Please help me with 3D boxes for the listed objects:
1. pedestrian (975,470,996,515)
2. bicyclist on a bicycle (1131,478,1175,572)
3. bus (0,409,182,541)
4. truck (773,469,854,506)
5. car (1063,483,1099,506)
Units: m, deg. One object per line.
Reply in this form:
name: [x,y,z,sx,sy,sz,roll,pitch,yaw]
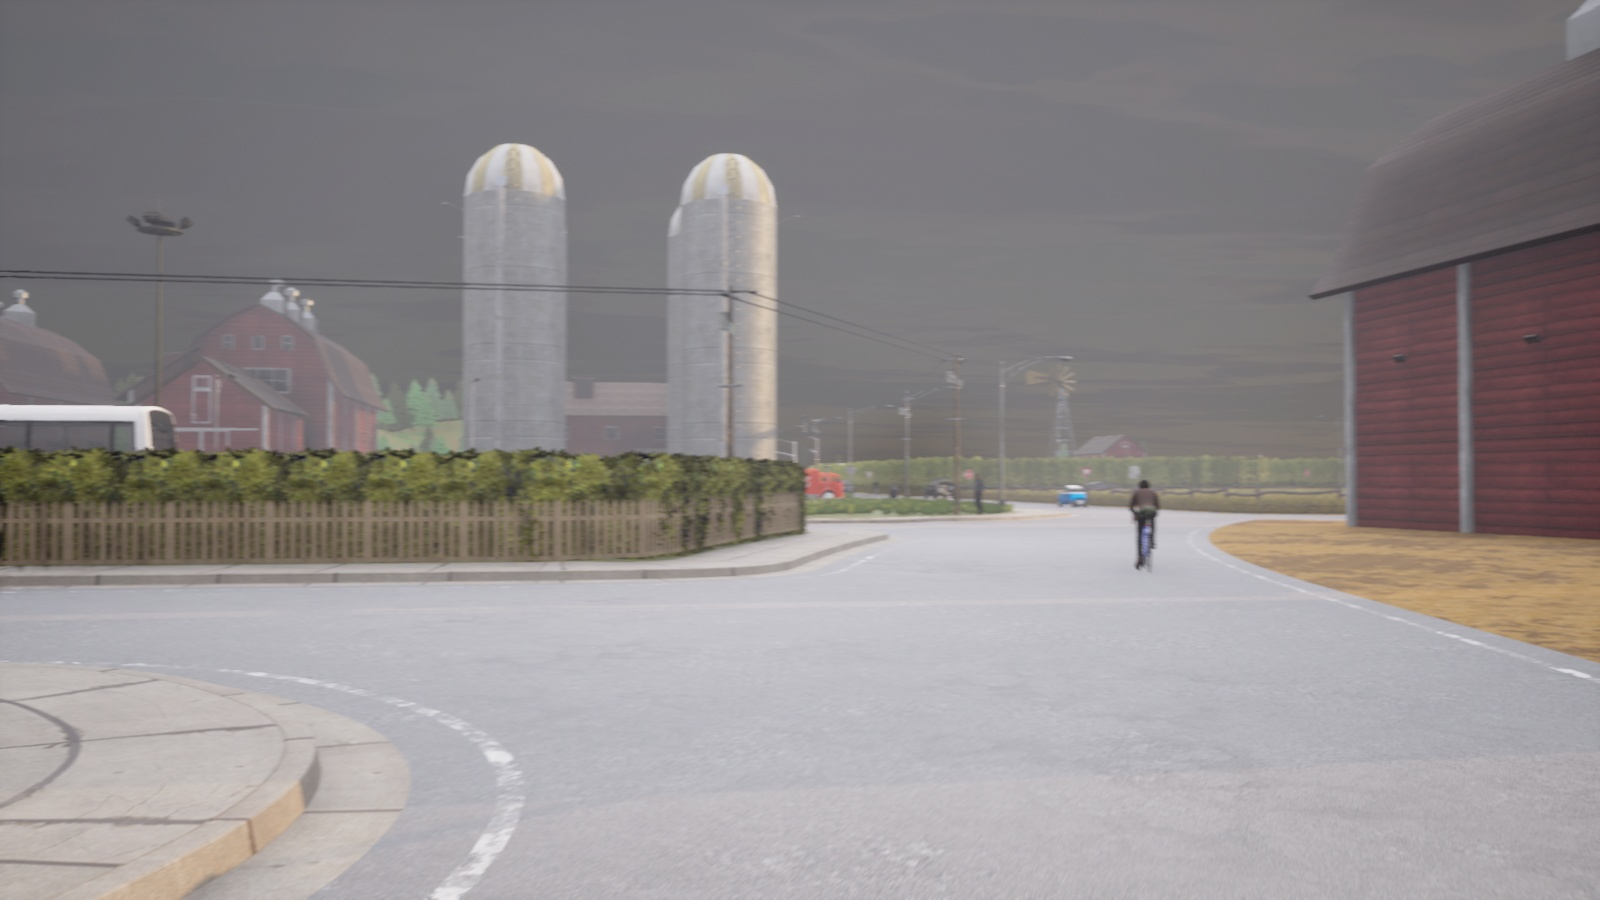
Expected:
pedestrian: [8.127,1.866,54.938,0.788,1.949,0.423,0,-2,-33]
bicyclist on a bicycle: [6.336,1.323,22.582,0.582,1.620,1.656,-1,-2,10]
bus: [-26.901,0.853,42.220,10.273,4.253,3.944,0,-1,-10]
truck: [0.925,2.591,87.680,5.204,2.467,2.627,-1,-1,-10]
car: [17.499,2.785,78.261,1.481,1.376,2.207,0,-1,-10]
